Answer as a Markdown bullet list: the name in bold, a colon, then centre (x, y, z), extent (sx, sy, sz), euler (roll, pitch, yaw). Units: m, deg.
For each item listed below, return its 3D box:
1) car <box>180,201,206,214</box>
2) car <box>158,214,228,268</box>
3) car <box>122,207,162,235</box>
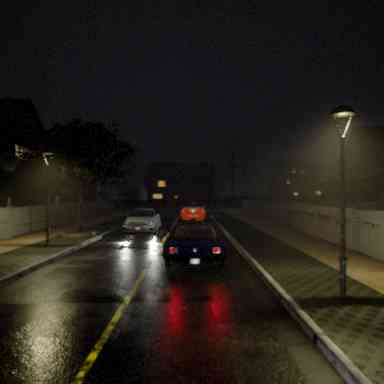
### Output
- **car**: centre (0.095, 1.557, 28.467), extent (2.097, 1.767, 4.553), euler (0, 0, 0)
- **car**: centre (0.092, 1.676, 11.553), extent (1.895, 1.301, 4.718), euler (0, 0, 0)
- **car**: centre (-2.845, 1.660, 19.729), extent (1.812, 1.442, 4.674), euler (0, 0, 0)
